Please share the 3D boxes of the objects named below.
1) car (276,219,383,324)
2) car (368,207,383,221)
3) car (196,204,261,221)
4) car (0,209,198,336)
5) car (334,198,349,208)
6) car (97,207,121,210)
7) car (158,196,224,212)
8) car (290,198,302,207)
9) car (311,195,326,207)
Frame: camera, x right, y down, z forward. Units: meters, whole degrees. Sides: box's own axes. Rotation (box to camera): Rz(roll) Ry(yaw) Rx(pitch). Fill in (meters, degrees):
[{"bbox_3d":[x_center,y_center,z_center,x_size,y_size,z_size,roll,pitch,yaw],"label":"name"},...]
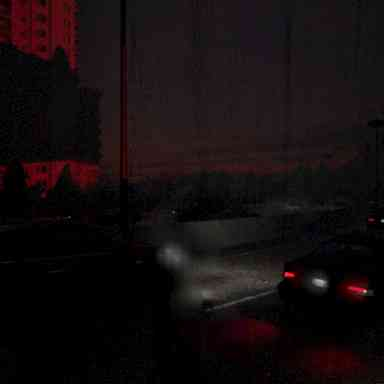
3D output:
[{"bbox_3d":[4.034,1.562,7.153,5.357,1.411,2.033,0,0,-40],"label":"car"},{"bbox_3d":[11.947,1.600,19.733,2.033,1.411,5.357,0,0,42],"label":"car"},{"bbox_3d":[2.545,1.624,20.346,1.994,1.385,4.181,0,0,44],"label":"car"},{"bbox_3d":[-2.368,1.371,6.566,4.553,1.767,2.097,0,0,-37],"label":"car"},{"bbox_3d":[24.350,1.793,54.413,1.812,1.442,4.674,0,-1,21],"label":"car"},{"bbox_3d":[-5.746,1.669,22.062,4.718,1.301,1.895,0,0,-42],"label":"car"},{"bbox_3d":[0.042,1.291,22.698,2.150,2.045,5.566,0,0,45],"label":"car"},{"bbox_3d":[17.884,1.790,57.109,2.128,1.511,4.902,0,0,20],"label":"car"},{"bbox_3d":[21.993,1.523,57.991,2.150,2.045,5.566,0,-1,19],"label":"car"}]
